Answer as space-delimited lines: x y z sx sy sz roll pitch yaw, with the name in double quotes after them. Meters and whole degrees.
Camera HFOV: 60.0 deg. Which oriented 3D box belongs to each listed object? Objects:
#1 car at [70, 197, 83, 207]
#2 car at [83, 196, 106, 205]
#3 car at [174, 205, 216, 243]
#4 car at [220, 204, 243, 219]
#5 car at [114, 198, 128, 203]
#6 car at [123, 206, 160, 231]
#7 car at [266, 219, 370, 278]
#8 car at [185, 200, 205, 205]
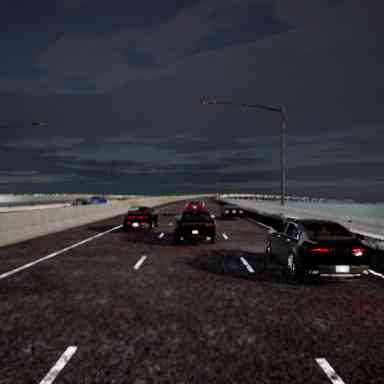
-20.410 1.870 60.443 2.097 1.767 4.553 0 0 2 "car"
-16.946 1.727 59.251 2.150 2.045 5.566 0 0 2 "car"
0.147 1.627 16.997 1.882 1.535 5.008 0 -1 0 "car"
3.774 1.825 32.085 2.033 1.411 5.357 0 0 1 "car"
-13.348 1.889 63.044 2.097 1.767 4.553 0 0 2 "car"
-3.318 1.698 22.113 1.837 1.490 4.892 0 -1 0 "car"
3.612 1.597 10.371 1.837 1.490 4.892 0 0 0 "car"
0.333 1.671 36.897 2.097 1.767 4.553 0 0 1 "car"
